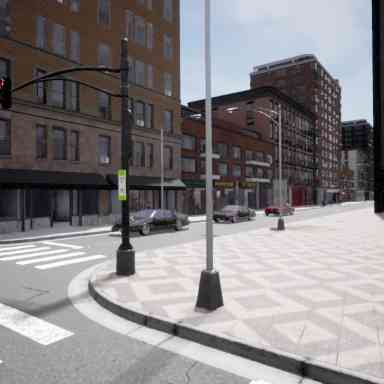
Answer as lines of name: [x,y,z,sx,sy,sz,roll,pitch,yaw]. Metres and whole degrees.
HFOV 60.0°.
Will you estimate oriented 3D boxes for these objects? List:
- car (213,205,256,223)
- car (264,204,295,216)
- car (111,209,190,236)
car: [3.632,1.793,28.197,2.033,1.411,5.357,-1,-1,35]
car: [9.642,1.930,36.528,1.895,1.301,4.718,-1,-1,36]
car: [-2.270,1.708,19.986,2.033,1.411,5.357,-1,-1,36]
